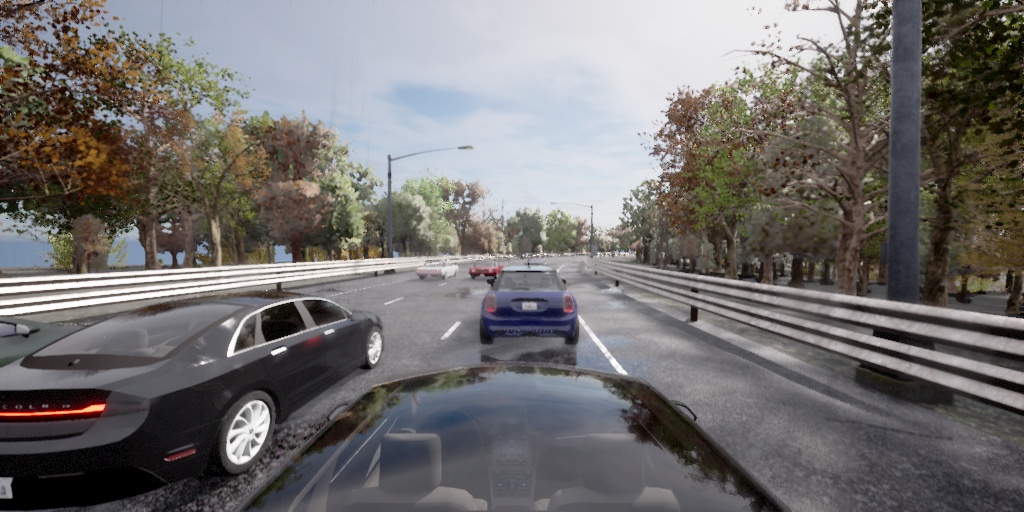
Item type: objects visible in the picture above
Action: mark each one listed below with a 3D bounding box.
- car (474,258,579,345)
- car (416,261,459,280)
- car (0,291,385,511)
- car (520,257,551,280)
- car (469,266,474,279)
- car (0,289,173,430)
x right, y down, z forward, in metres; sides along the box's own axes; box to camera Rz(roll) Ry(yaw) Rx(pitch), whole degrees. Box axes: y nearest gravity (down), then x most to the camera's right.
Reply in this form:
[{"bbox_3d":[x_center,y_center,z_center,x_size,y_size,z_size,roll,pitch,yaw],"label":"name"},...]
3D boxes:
[{"bbox_3d":[0.392,1.000,9.356,2.097,1.767,4.553,0,1,1],"label":"car"},{"bbox_3d":[-5.333,1.004,26.310,1.895,1.301,4.718,0,1,6],"label":"car"},{"bbox_3d":[-3.285,1.213,4.718,1.837,1.490,4.892,0,1,1],"label":"car"},{"bbox_3d":[1.935,0.889,28.130,2.128,1.511,4.902,0,1,7],"label":"car"},{"bbox_3d":[-1.769,1.008,26.655,1.895,1.301,4.718,0,1,7],"label":"car"},{"bbox_3d":[-6.803,1.281,4.016,1.994,1.385,4.181,0,1,1],"label":"car"}]
